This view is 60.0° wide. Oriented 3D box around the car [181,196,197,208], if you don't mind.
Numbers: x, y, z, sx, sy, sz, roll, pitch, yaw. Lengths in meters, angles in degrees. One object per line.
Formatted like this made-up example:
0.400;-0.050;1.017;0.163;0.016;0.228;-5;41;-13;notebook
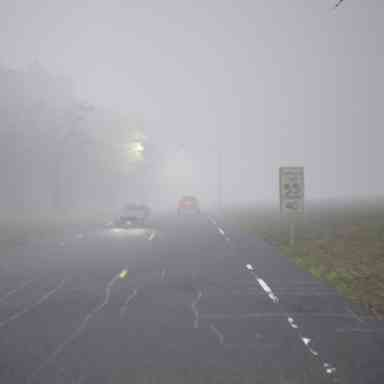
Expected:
-0.465;1.386;47.483;2.128;1.511;4.902;0;0;0;car

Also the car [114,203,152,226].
-3.744;1.428;22.267;2.033;1.411;5.357;0;0;-1;car

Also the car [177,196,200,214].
-0.313;1.166;32.655;2.097;1.767;4.553;0;0;0;car
